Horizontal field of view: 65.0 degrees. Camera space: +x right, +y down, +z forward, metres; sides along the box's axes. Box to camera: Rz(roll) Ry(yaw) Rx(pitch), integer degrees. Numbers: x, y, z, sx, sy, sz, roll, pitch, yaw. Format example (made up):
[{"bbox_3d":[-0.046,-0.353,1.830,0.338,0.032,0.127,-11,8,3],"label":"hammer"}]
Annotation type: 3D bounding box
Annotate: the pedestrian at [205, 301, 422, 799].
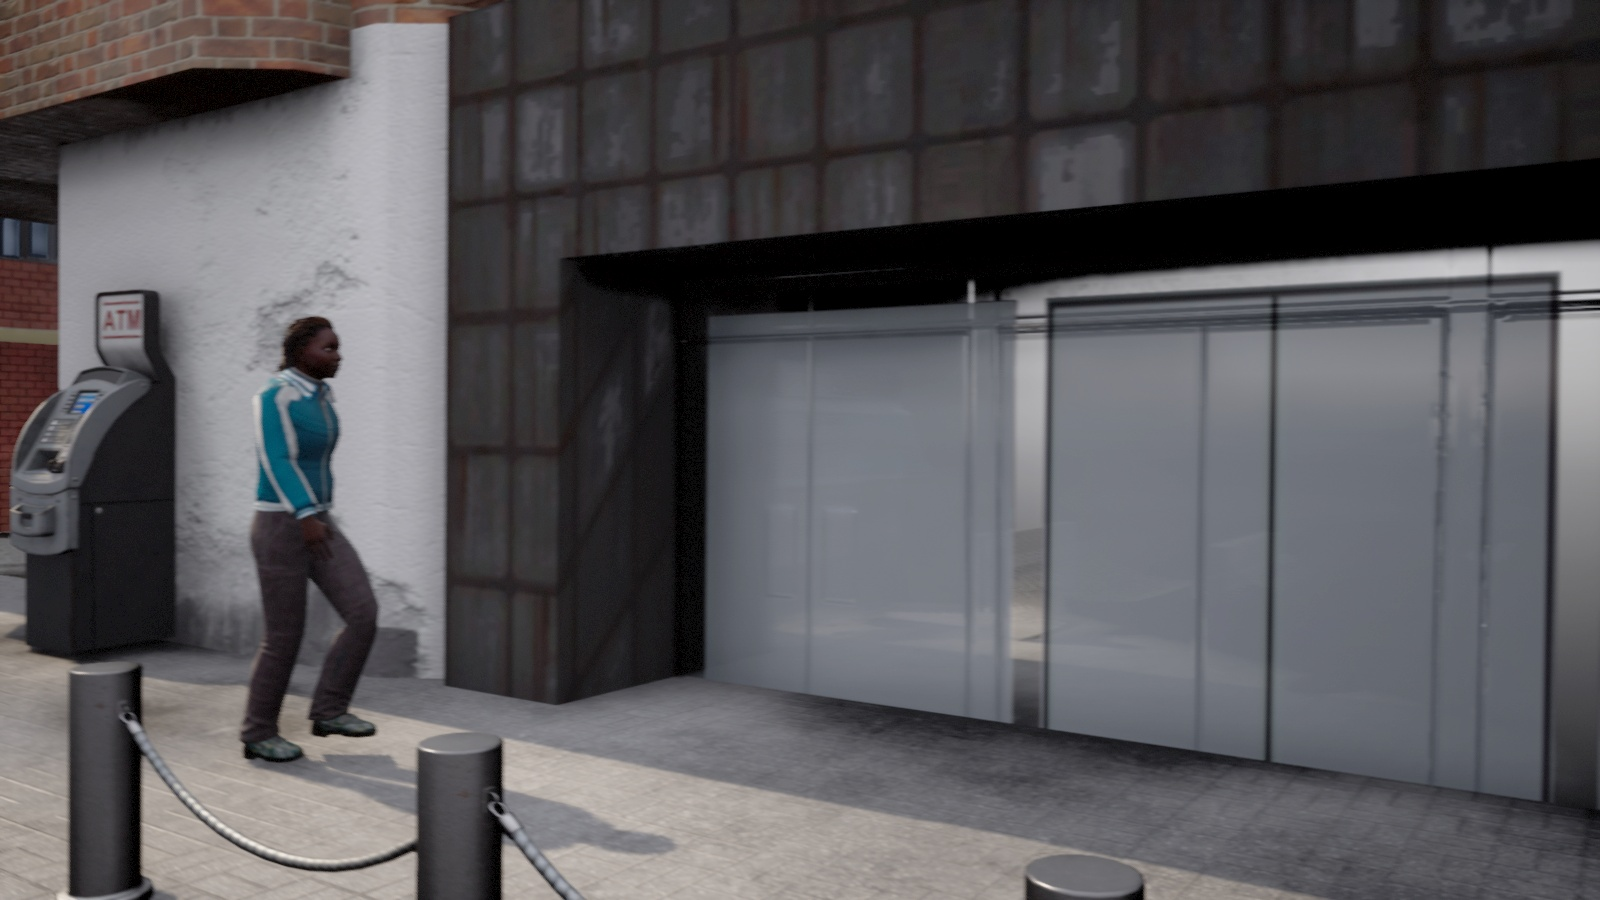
[{"bbox_3d":[-1.973,0.389,5.125,0.692,1.930,0.396,0,1,11],"label":"pedestrian"}]
